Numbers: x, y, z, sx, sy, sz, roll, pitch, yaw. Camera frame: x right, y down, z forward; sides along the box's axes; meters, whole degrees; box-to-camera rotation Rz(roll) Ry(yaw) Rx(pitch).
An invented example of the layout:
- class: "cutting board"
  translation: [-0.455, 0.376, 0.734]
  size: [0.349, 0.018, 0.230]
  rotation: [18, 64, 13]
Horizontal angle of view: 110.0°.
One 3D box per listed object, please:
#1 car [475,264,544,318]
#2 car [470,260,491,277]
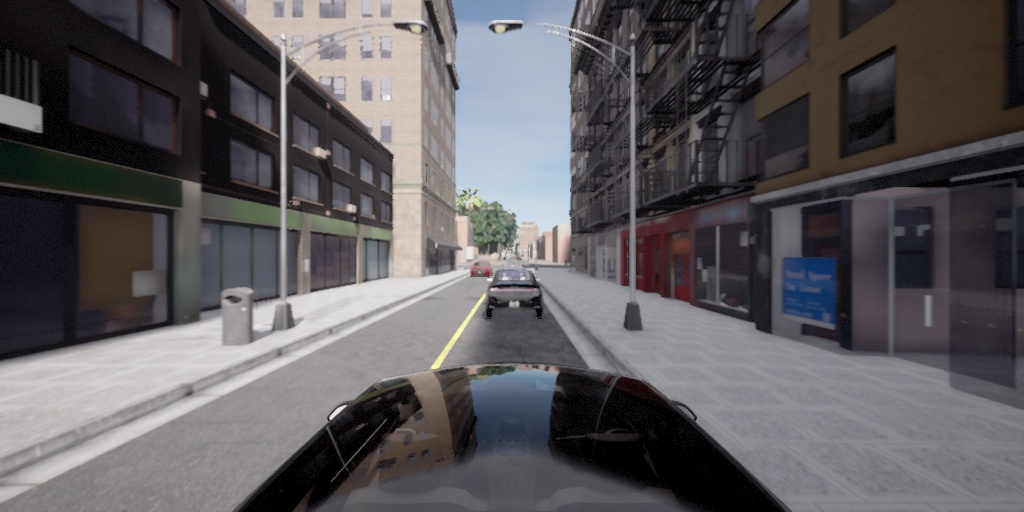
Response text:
- class: "car"
  translation: [0.079, 1.216, 12.889]
  size: [2.128, 1.511, 4.902]
  rotation: [0, 0, 0]
- class: "car"
  translation: [-2.850, 1.169, 34.200]
  size: [1.882, 1.535, 5.008]
  rotation: [0, 0, 0]
